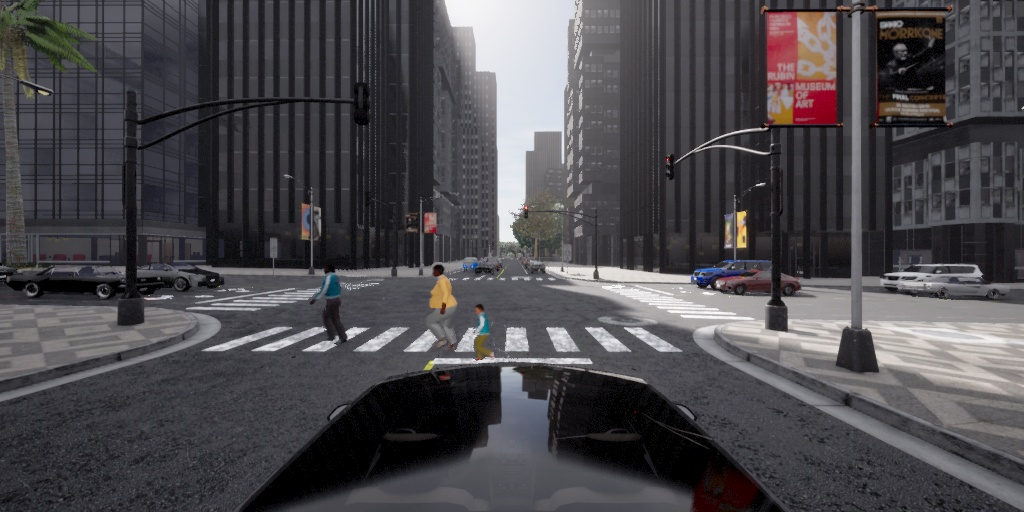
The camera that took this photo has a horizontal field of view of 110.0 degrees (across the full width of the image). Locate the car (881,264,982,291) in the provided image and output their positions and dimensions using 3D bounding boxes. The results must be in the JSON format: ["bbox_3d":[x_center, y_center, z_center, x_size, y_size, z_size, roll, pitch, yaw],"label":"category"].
[{"bbox_3d":[29.141,1.547,24.900,5.566,2.045,2.150,1,0,0],"label":"car"}]

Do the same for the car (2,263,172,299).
[{"bbox_3d":[-17.759,1.053,15.148,4.718,1.301,1.895,1,0,0],"label":"car"}]

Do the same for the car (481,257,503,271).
[{"bbox_3d":[-2.783,1.113,49.284,2.097,1.767,4.553,0,0,1],"label":"car"}]

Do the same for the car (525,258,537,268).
[{"bbox_3d":[3.050,1.285,47.467,1.751,1.417,4.829,0,0,1],"label":"car"}]

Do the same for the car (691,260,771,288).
[{"bbox_3d":[15.533,1.294,24.954,5.566,2.045,2.150,1,0,0],"label":"car"}]

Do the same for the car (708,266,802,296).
[{"bbox_3d":[14.846,1.579,21.713,4.674,1.442,1.812,1,0,0],"label":"car"}]

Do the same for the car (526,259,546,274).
[{"bbox_3d":[2.993,1.309,41.784,2.007,1.370,4.403,0,0,1],"label":"car"}]

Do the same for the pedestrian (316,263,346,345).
[{"bbox_3d":[-4.070,1.044,8.084,0.375,1.860,0.375,0,0,0],"label":"pedestrian"}]

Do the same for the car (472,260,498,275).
[{"bbox_3d":[-2.890,1.358,39.000,1.895,1.301,4.718,0,0,1],"label":"car"}]

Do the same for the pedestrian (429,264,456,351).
[{"bbox_3d":[-1.448,1.044,7.475,0.375,1.860,0.375,0,0,0],"label":"pedestrian"}]

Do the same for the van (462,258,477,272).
[{"bbox_3d":[-5.476,1.101,47.380,1.690,1.789,3.998,0,0,1],"label":"van"}]

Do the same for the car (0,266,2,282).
[{"bbox_3d":[-28.104,0.841,18.443,4.181,1.385,1.994,1,0,0],"label":"car"}]

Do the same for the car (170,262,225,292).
[{"bbox_3d":[-17.345,1.030,18.398,4.181,1.385,1.994,1,0,0],"label":"car"}]

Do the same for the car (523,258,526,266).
[{"bbox_3d":[3.104,1.313,52.809,2.007,1.370,4.403,0,0,1],"label":"car"}]

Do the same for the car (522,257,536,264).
[{"bbox_3d":[3.160,1.079,58.322,2.192,1.841,5.009,0,0,1],"label":"car"}]

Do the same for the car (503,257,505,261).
[{"bbox_3d":[-2.623,1.270,63.120,1.837,1.490,4.892,0,0,1],"label":"car"}]

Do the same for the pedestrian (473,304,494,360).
[{"bbox_3d":[-0.544,1.424,6.755,0.500,1.100,0.500,0,0,0],"label":"pedestrian"}]

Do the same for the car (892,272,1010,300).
[{"bbox_3d":[26.514,1.874,21.663,4.718,1.301,1.895,1,0,0],"label":"car"}]
